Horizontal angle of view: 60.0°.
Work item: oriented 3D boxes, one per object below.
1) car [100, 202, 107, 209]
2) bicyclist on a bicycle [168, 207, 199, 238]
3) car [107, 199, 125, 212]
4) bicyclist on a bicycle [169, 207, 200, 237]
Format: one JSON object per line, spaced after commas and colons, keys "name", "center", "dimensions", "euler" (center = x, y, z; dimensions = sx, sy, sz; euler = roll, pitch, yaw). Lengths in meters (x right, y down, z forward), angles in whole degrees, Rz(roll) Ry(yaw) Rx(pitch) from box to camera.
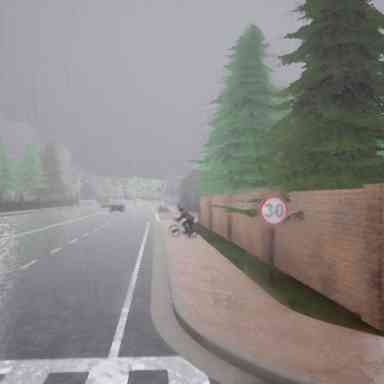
{"name": "car", "center": [-16.524, 2.533, 64.356], "dimensions": [1.994, 1.385, 4.181], "euler": [2, -1, -6]}
{"name": "bicyclist on a bicycle", "center": [-0.495, 1.681, 17.930], "dimensions": [1.656, 1.620, 0.582], "euler": [1, -1, 14]}
{"name": "car", "center": [-11.449, 2.299, 51.359], "dimensions": [1.882, 1.535, 5.008], "euler": [2, -1, -6]}
{"name": "bicyclist on a bicycle", "center": [-0.414, 1.701, 18.762], "dimensions": [1.656, 1.620, 0.582], "euler": [1, -1, 1]}
